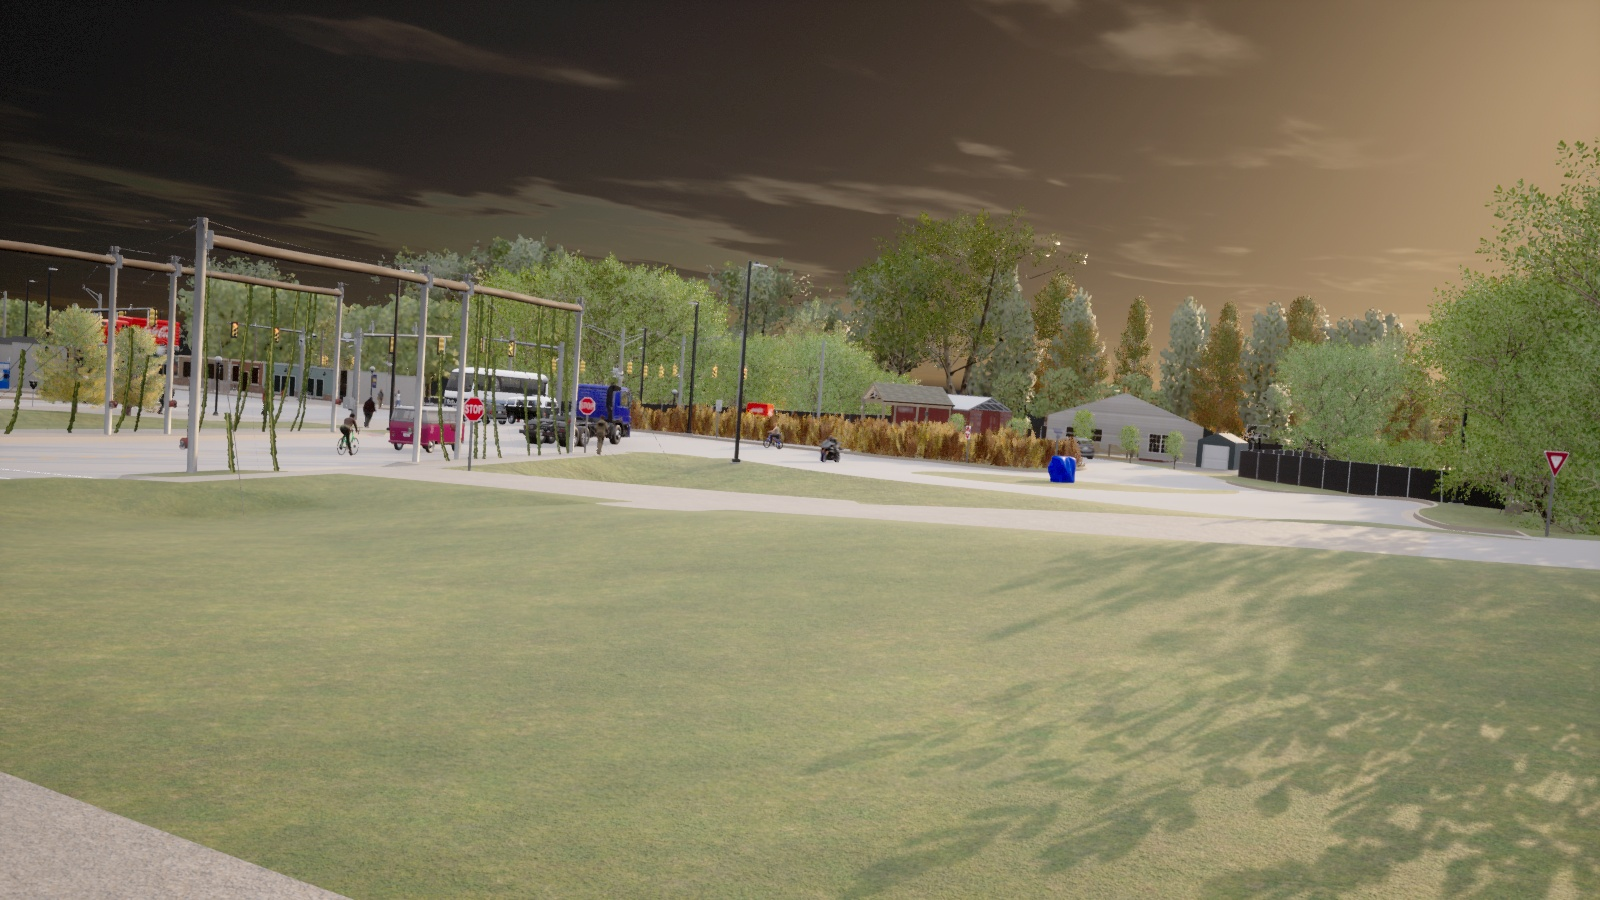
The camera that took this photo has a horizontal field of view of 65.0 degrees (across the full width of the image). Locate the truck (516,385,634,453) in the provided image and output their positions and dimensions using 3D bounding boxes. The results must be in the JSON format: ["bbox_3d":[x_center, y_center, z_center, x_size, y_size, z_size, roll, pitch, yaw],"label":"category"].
[{"bbox_3d":[-12.518,-1.824,70.636,2.891,3.462,7.936,4,4,19],"label":"truck"}]

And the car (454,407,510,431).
[{"bbox_3d":[-22.148,-2.188,87.418,3.705,1.549,1.789,3,3,35],"label":"car"}]

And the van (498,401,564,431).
[{"bbox_3d":[-19.258,-2.459,89.871,4.480,2.038,2.069,3,3,36],"label":"van"}]

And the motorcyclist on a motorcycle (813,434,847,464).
[{"bbox_3d":[1.613,-0.047,66.862,0.866,1.530,2.191,5,3,28],"label":"motorcyclist on a motorcycle"}]

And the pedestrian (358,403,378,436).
[{"bbox_3d":[-24.293,-1.726,70.659,0.634,1.844,0.899,4,3,10],"label":"pedestrian"}]

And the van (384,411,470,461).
[{"bbox_3d":[-16.402,-0.647,55.472,1.775,1.987,4.442,4,2,10],"label":"van"}]

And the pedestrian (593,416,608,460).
[{"bbox_3d":[-9.003,-0.530,56.679,0.396,1.930,0.692,4,3,11],"label":"pedestrian"}]
